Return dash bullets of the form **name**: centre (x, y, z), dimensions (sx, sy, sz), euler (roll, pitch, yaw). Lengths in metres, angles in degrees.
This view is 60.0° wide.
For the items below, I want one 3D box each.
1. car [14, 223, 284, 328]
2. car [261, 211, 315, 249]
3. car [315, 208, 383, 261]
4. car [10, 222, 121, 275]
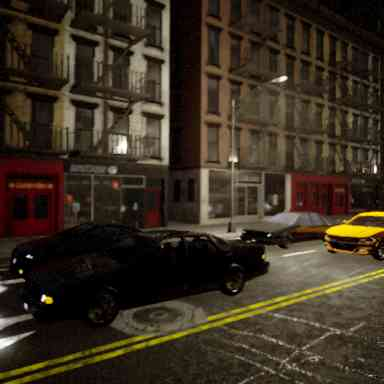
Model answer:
- **car**: centre (-0.650, 1.561, 7.204), dimensions (5.357, 1.411, 2.033), euler (0, 0, -36)
- **car**: centre (4.669, 1.594, 14.985), dimensions (5.357, 1.411, 2.033), euler (0, 0, -35)
- **car**: centre (7.133, 1.528, 12.747), dimensions (5.008, 1.535, 1.882), euler (0, 0, -35)
- **car**: centre (-2.872, 1.575, 9.614), dimensions (4.181, 1.385, 1.994), euler (0, 0, -36)
